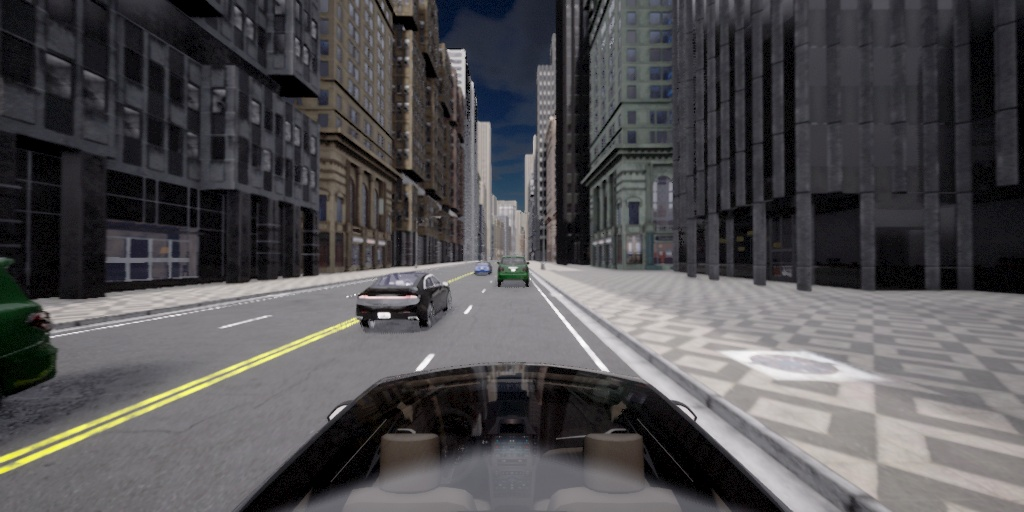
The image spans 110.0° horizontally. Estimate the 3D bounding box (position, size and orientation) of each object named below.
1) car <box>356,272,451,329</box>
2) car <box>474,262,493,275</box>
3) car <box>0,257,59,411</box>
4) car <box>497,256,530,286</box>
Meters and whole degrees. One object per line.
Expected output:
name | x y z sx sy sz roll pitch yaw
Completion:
car | -3.150 1.249 11.270 2.128 1.511 4.902 0 0 0
car | -3.148 1.330 40.236 2.033 1.411 5.357 0 0 0
car | -6.580 0.971 1.932 2.150 2.045 5.566 0 0 0
car | 0.091 0.992 25.618 2.150 2.045 5.566 0 0 0
